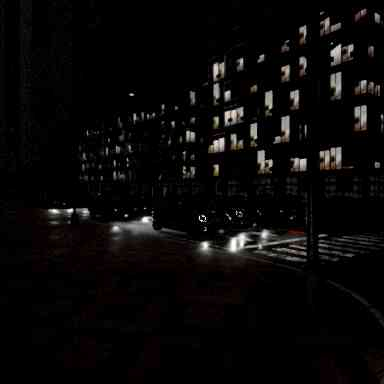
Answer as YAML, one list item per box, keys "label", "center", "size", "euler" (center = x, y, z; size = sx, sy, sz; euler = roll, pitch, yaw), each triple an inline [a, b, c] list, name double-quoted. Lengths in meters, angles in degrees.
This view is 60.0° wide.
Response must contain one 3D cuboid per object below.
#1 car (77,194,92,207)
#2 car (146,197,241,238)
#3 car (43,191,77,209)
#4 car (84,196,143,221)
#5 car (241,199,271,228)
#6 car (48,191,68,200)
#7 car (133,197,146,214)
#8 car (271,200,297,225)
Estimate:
- label: "car"
  center: [-11.758, 0.948, 36.567]
  size: [1.895, 1.301, 4.718]
  euler: [0, 1, -38]
- label: "car"
  center: [-0.075, 1.124, 16.497]
  size: [2.097, 1.767, 4.553]
  euler: [0, 1, -38]
- label: "car"
  center: [-13.763, 0.873, 33.859]
  size: [1.837, 1.490, 4.892]
  euler: [0, 1, -38]
- label: "car"
  center: [-5.682, 1.208, 23.591]
  size: [1.895, 1.301, 4.718]
  euler: [0, 1, -38]
- label: "car"
  center: [1.911, 1.104, 19.227]
  size: [2.097, 1.767, 4.553]
  euler: [0, 1, -38]
- label: "car"
  center: [-22.430, 0.544, 55.712]
  size: [1.895, 1.301, 4.718]
  euler: [0, 1, -38]
- label: "car"
  center: [-4.617, 1.107, 27.486]
  size: [2.033, 1.411, 5.357]
  euler: [0, 1, -38]
- label: "car"
  center: [4.396, 1.246, 21.645]
  size: [1.837, 1.490, 4.892]
  euler: [0, 1, -38]
